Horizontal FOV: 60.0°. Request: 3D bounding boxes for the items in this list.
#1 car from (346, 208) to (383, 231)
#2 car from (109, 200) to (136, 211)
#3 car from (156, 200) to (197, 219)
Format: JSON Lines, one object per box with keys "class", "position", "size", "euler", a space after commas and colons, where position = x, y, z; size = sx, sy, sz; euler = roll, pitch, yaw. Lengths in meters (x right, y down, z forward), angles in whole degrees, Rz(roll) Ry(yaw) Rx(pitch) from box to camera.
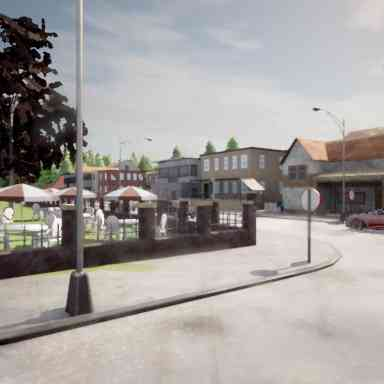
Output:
{"class": "car", "position": [11.103, 1.561, 18.933], "size": [4.181, 1.385, 1.994], "euler": [0, 0, 41]}
{"class": "car", "position": [-8.216, 1.524, 39.135], "size": [1.812, 1.442, 4.674], "euler": [0, 0, -35]}
{"class": "car", "position": [-1.447, 1.503, 29.621], "size": [1.837, 1.490, 4.892], "euler": [0, 0, -35]}
